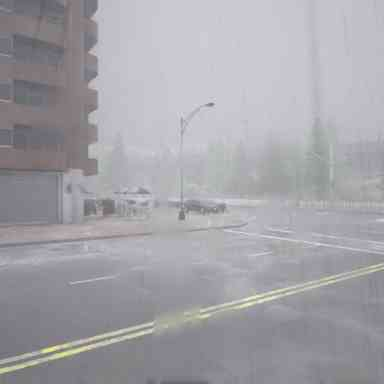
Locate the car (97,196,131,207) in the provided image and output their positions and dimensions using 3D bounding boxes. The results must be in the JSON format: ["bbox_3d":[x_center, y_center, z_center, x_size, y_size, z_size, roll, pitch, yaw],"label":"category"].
[{"bbox_3d":[-11.968,1.437,49.475,4.902,1.511,2.128,0,0,34],"label":"car"}]

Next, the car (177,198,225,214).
[{"bbox_3d":[0.867,1.449,34.312,1.837,1.490,4.892,0,0,-35],"label":"car"}]

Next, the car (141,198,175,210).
[{"bbox_3d":[-4.506,1.545,41.831,1.895,1.301,4.718,0,0,-37],"label":"car"}]

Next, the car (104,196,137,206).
[{"bbox_3d":[-11.498,1.436,53.288,4.902,1.511,2.128,0,0,29],"label":"car"}]

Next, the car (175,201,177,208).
[{"bbox_3d":[-3.593,1.545,46.244,1.895,1.301,4.718,0,0,-40],"label":"car"}]
